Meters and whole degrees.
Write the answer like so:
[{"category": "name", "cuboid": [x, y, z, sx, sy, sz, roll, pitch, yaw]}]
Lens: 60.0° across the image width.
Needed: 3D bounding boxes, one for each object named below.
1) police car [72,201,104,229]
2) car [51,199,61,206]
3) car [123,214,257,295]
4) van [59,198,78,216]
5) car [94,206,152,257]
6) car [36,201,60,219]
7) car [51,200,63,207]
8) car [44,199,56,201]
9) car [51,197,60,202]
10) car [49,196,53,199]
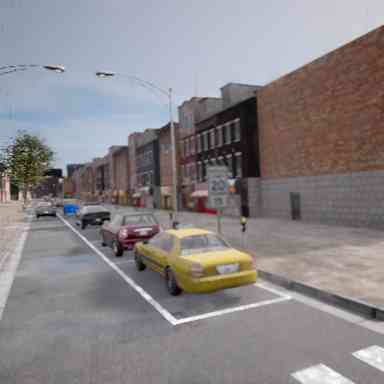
[{"category": "police car", "cuboid": [-7.118, 1.634, 23.753, 1.930, 1.638, 5.238, -2, 0, -25]}, {"category": "car", "cuboid": [-30.369, 2.353, 74.046, 1.752, 1.417, 4.829, -2, 0, -25]}, {"category": "car", "cuboid": [-0.264, 1.500, 8.604, 1.752, 1.417, 4.829, -2, 0, -25]}, {"category": "van", "cuboid": [-14.091, 1.770, 38.653, 1.690, 1.788, 3.998, -2, 0, -25]}, {"category": "car", "cuboid": [-2.511, 1.492, 13.482, 1.967, 1.590, 4.097, -2, 0, -25]}, {"category": "car", "cuboid": [-15.774, 2.075, 36.103, 1.994, 1.385, 4.181, -2, 0, -23]}, {"category": "car", "cuboid": [-27.981, 2.341, 68.858, 1.947, 1.339, 4.313, -2, 0, -25]}, {"category": "car", "cuboid": [-20.252, 2.115, 45.750, 1.882, 1.535, 5.008, -2, 0, -24]}, {"category": "car", "cuboid": [-23.352, 2.111, 58.790, 1.967, 1.590, 4.097, -2, 0, -25]}, {"category": "car", "cuboid": [-25.672, 2.039, 63.823, 2.192, 1.841, 5.009, -2, 0, -25]}]
